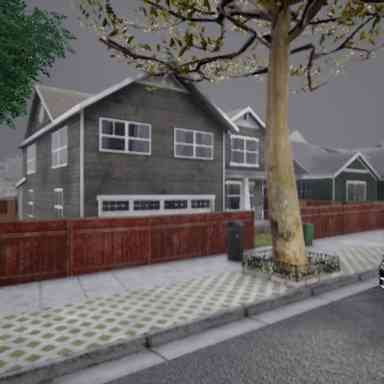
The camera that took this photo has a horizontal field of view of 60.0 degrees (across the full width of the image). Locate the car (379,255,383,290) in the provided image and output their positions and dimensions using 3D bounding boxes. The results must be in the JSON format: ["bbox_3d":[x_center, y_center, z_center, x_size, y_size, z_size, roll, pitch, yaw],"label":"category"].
[{"bbox_3d":[6.082,1.448,7.518,4.902,1.511,2.128,0,0,-36],"label":"car"}]
